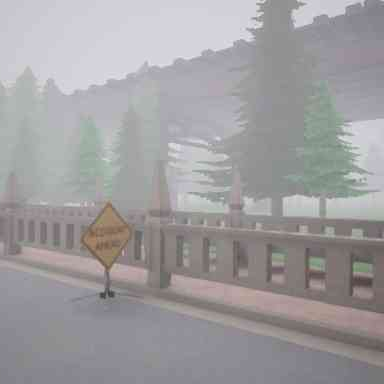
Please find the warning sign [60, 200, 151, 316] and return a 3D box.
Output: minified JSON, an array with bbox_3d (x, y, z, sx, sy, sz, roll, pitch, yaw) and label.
[{"bbox_3d":[-1.605,1.112,6.302,1.060,1.860,1.300,0,0,35],"label":"warning sign"}]
